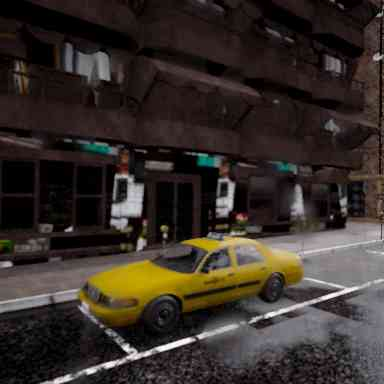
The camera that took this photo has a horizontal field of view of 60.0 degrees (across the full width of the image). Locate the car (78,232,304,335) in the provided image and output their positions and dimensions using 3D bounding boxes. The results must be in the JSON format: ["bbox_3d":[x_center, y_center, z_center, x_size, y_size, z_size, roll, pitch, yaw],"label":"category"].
[{"bbox_3d":[0.262,1.540,6.732,4.829,1.417,1.752,0,1,-35],"label":"car"}]
